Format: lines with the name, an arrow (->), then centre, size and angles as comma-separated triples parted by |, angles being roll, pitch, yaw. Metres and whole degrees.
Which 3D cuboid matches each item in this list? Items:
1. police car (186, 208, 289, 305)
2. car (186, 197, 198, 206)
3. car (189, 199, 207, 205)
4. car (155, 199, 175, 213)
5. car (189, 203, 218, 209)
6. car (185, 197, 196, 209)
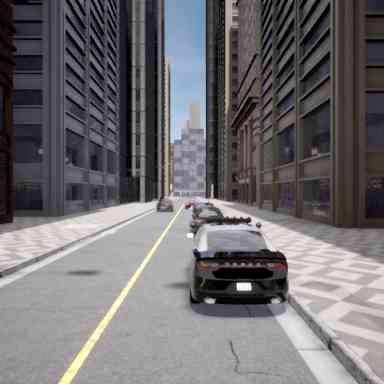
police car -> 0.898, 1.427, 8.319 | 1.930, 1.638, 5.238 | 0, 0, 0
car -> -0.009, 1.643, 58.988 | 1.994, 1.385, 4.181 | 0, 0, 0
car -> 0.895, 1.520, 24.210 | 1.837, 1.490, 4.892 | 0, 0, 0
car -> -3.007, 1.537, 37.562 | 1.837, 1.490, 4.892 | 0, 0, 0
car -> 0.896, 1.535, 18.210 | 1.812, 1.442, 4.674 | 0, 0, 0
car -> 0.028, 1.648, 45.964 | 1.895, 1.301, 4.718 | 0, 0, 0
